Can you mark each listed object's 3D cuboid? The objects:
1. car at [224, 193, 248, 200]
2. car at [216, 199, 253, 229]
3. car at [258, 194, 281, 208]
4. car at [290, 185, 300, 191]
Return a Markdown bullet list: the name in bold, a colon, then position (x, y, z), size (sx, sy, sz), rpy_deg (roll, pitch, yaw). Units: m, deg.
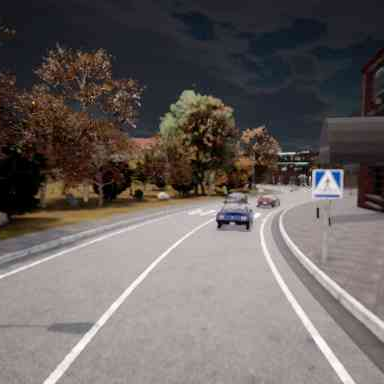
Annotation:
- **car**: position (5.103, 0.809, 38.367), size (1.812, 1.442, 4.674), rpy_deg (2, 2, 25)
- **car**: position (2.701, 1.387, 20.205), size (1.895, 1.301, 4.718), rpy_deg (1, 1, 13)
- **car**: position (8.636, 0.935, 37.174), size (1.812, 1.442, 4.674), rpy_deg (2, 2, 24)
- **car**: position (23.363, -0.782, 75.284), size (2.097, 1.767, 4.553), rpy_deg (1, 3, 16)
